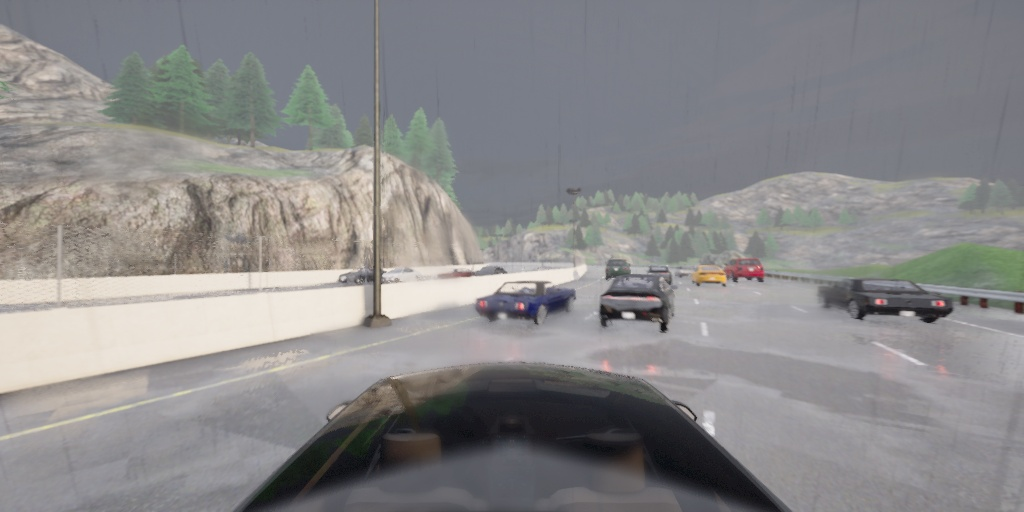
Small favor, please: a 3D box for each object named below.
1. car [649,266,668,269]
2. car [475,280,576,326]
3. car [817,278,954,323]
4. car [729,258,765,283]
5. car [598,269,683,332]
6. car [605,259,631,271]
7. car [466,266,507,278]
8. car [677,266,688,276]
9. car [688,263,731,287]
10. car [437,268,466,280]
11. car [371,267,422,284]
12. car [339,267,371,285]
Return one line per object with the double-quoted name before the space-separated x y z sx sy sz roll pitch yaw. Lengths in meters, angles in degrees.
"car" 11.682 1.512 28.638 2.128 1.511 4.902 -1 -1 21
"car" 0.732 1.490 12.493 1.895 1.301 4.718 -1 -1 27
"car" 12.363 1.398 12.361 1.895 1.301 4.718 -1 -1 25
"car" 20.163 1.214 31.426 2.150 2.045 5.566 -1 -1 19
"car" 4.086 1.340 11.405 2.128 1.511 4.902 -1 -1 27
"car" 10.474 1.343 35.489 2.150 2.045 5.566 -1 -1 20
"car" -1.966 1.685 32.682 1.837 1.490 4.892 -1 -1 21
"car" 18.992 1.706 39.164 1.895 1.301 4.718 -1 -1 17
"car" 14.950 1.457 27.460 1.882 1.535 5.008 -1 -1 21
"car" -5.171 1.824 34.027 1.895 1.301 4.718 -1 -1 21
"car" -9.853 1.755 31.775 1.812 1.442 4.674 -1 -1 22
"car" -13.347 1.758 32.514 2.128 1.511 4.902 -1 -1 22
